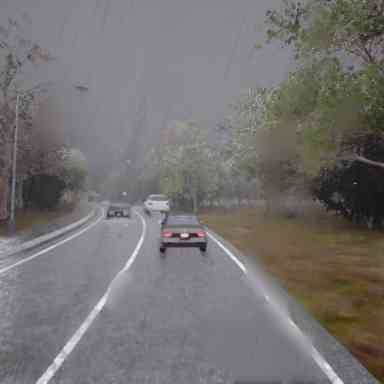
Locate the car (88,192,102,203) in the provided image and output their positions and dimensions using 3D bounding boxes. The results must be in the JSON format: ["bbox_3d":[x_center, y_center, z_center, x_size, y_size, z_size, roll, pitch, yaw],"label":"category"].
[{"bbox_3d":[-19.449,1.093,66.729,2.150,2.045,5.566,2,-1,-25],"label":"car"}]

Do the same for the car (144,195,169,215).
[{"bbox_3d":[-3.792,1.314,34.878,2.150,2.045,5.566,1,0,-13],"label":"car"}]

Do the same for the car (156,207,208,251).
[{"bbox_3d":[-0.469,1.591,14.278,2.033,1.411,5.357,0,0,-5],"label":"car"}]

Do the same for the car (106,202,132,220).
[{"bbox_3d":[-6.218,1.588,28.487,1.994,1.385,4.181,1,0,-12],"label":"car"}]
